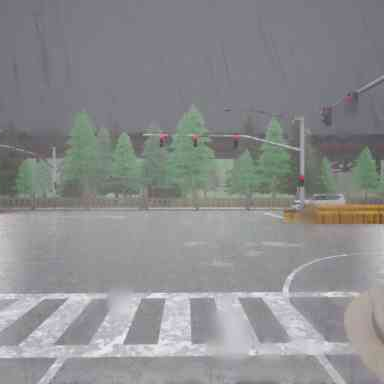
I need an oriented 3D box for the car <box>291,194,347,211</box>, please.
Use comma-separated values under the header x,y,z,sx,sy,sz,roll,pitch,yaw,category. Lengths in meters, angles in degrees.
x,y,z,sx,sy,sz,roll,pitch,yaw,category
13.535,1.221,35.445,5.566,2.045,2.150,0,0,-2,car
